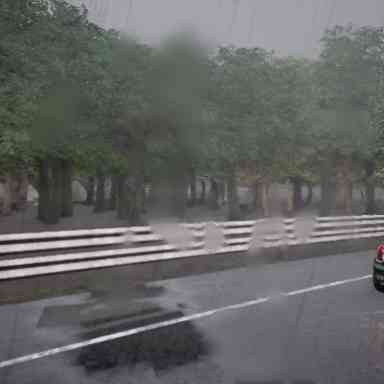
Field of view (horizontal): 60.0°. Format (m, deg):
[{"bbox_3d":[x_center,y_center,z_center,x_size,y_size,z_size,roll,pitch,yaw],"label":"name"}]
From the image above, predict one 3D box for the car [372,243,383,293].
[{"bbox_3d":[6.214,1.397,7.528,4.553,1.767,2.097,1,0,-31],"label":"car"}]
